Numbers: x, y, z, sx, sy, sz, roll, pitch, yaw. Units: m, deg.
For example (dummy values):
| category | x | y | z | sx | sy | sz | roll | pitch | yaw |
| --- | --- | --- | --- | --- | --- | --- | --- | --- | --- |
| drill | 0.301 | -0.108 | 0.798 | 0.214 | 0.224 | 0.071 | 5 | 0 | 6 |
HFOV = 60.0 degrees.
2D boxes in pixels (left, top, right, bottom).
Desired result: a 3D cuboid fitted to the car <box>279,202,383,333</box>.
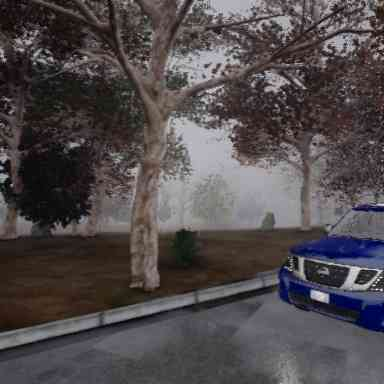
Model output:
| category | x | y | z | sx | sy | sz | roll | pitch | yaw |
| --- | --- | --- | --- | --- | --- | --- | --- | --- | --- |
| car | 4.198 | 1.238 | 6.665 | 5.566 | 2.045 | 2.150 | 0 | 0 | -35 |
